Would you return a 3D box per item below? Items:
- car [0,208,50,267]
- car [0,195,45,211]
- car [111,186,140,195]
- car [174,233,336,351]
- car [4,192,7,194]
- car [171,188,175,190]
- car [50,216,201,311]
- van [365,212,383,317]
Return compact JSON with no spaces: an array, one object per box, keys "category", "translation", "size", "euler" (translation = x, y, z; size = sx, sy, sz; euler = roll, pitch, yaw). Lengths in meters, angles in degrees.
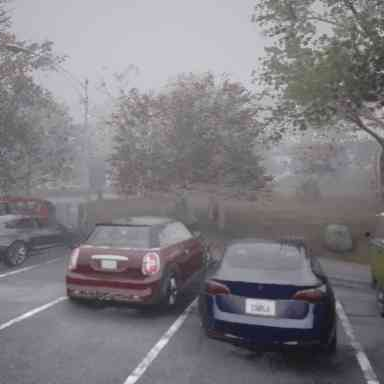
[{"category":"car","translation":[-5.714,1.519,11.540],"size":[2.163,1.488,4.792],"euler":[0,-1,16]},{"category":"car","translation":[-8.117,1.239,13.196],"size":[2.435,2.045,5.566],"euler":[1,-1,16]},{"category":"car","translation":[-10.213,-0.470,51.125],"size":[1.882,1.535,5.008],"euler":[1,5,37]},{"category":"car","translation":[1.479,1.516,6.409],"size":[2.163,1.488,4.792],"euler":[0,-1,15]},{"category":"car","translation":[-19.304,0.634,33.445],"size":[2.097,1.767,4.553],"euler":[1,4,37]},{"category":"car","translation":[-1.656,-1.280,56.807],"size":[2.150,2.045,5.566],"euler":[1,5,38]},{"category":"car","translation":[-0.932,1.360,8.063],"size":[2.185,1.767,4.553],"euler":[0,-1,15]},{"category":"van","translation":[3.894,1.262,4.784],"size":[1.878,1.987,4.442],"euler":[0,-1,16]}]
